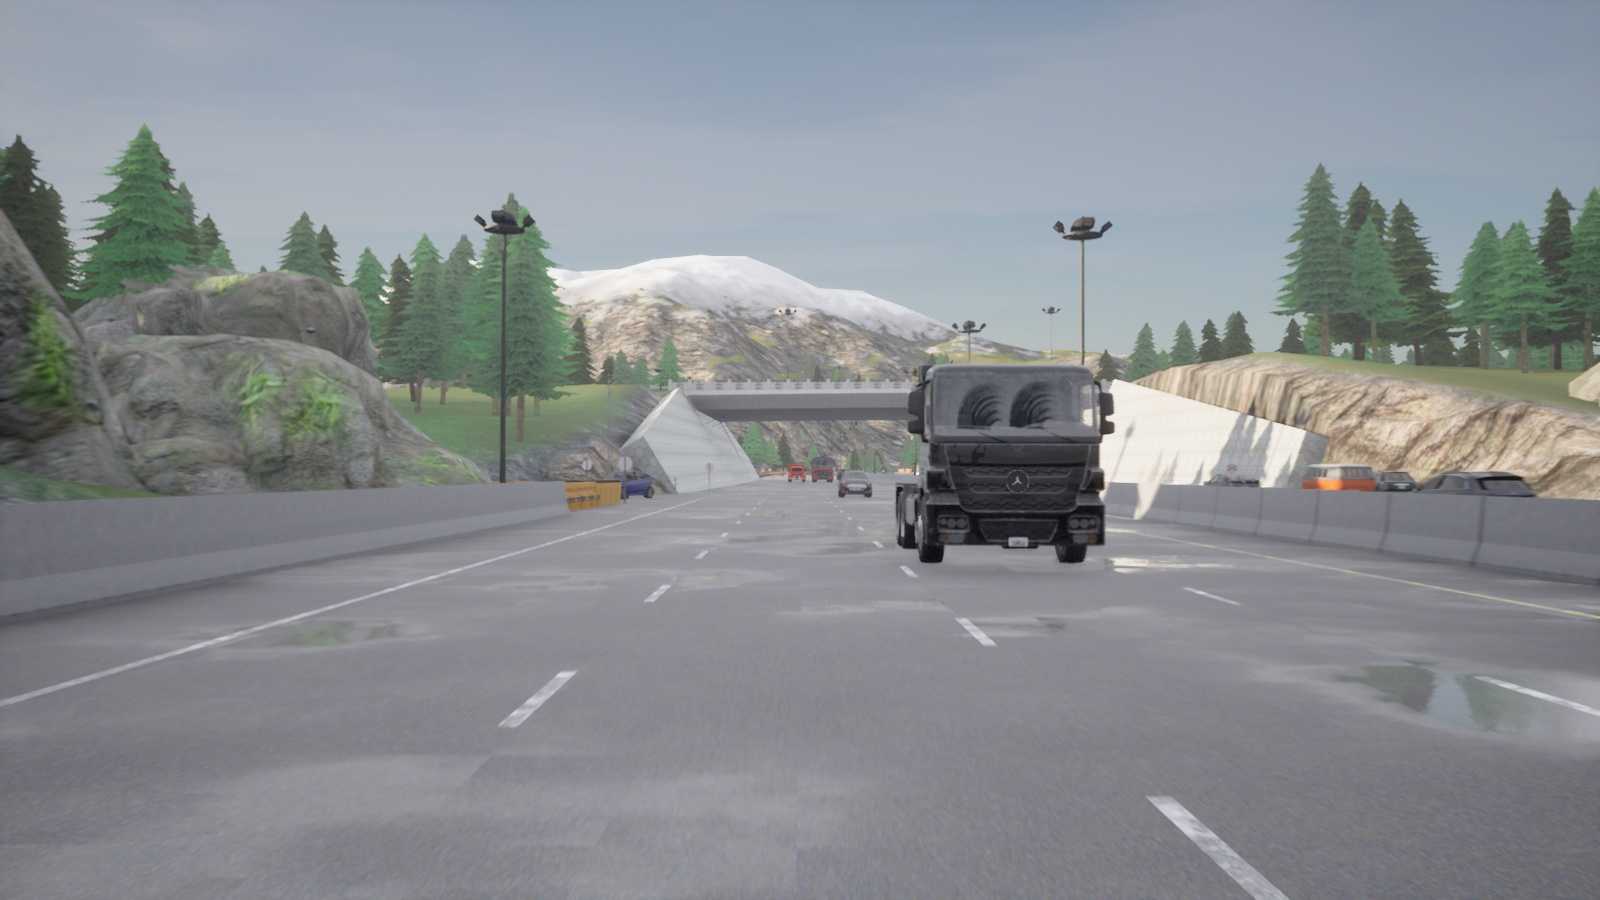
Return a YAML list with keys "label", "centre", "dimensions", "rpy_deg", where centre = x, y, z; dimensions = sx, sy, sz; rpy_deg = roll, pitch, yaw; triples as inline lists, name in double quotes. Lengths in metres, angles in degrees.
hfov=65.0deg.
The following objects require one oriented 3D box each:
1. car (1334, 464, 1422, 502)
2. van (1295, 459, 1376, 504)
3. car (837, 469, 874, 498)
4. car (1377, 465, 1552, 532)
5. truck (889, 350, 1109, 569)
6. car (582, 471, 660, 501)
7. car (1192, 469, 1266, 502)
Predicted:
- label: "car"
  centre: [27.852, 1.573, 60.689]
  dimensions: [2.097, 1.767, 4.553]
  rpy_deg: [0, -1, 0]
- label: "van"
  centre: [24.360, 1.426, 57.310]
  dimensions: [1.775, 1.987, 4.442]
  rpy_deg: [0, -1, 0]
- label: "car"
  centre: [3.316, 1.997, 75.905]
  dimensions: [2.033, 1.649, 4.856]
  rpy_deg: [0, -1, 0]
- label: "car"
  centre: [17.419, 1.229, 33.248]
  dimensions: [2.033, 1.649, 4.856]
  rpy_deg: [0, -1, 0]
- label: "truck"
  centre: [3.438, 0.218, 23.925]
  dimensions: [2.891, 3.462, 7.936]
  rpy_deg: [0, -1, 0]
- label: "car"
  centre: [-9.639, 1.934, 68.023]
  dimensions: [2.007, 1.525, 4.514]
  rpy_deg: [-1, -1, 26]
- label: "car"
  centre: [20.851, 1.699, 61.240]
  dimensions: [2.007, 1.525, 4.514]
  rpy_deg: [0, -1, 0]
